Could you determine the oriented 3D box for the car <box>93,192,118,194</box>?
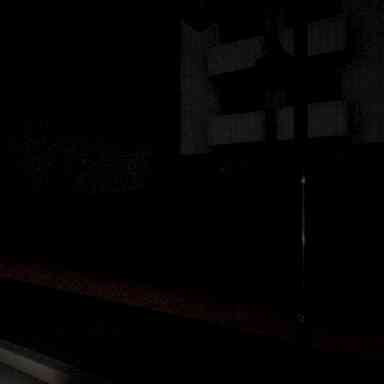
[{"bbox_3d":[-10.795,1.082,38.645,2.150,2.045,5.566,0,1,33],"label":"car"}]
